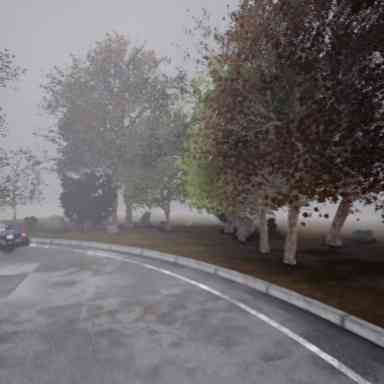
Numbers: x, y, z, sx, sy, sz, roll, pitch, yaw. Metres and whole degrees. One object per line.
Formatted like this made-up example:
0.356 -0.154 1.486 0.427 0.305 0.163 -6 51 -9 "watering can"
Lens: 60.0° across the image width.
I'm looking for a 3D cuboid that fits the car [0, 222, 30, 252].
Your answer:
-9.071 1.784 13.474 5.357 1.411 2.033 -1 0 25 "car"
